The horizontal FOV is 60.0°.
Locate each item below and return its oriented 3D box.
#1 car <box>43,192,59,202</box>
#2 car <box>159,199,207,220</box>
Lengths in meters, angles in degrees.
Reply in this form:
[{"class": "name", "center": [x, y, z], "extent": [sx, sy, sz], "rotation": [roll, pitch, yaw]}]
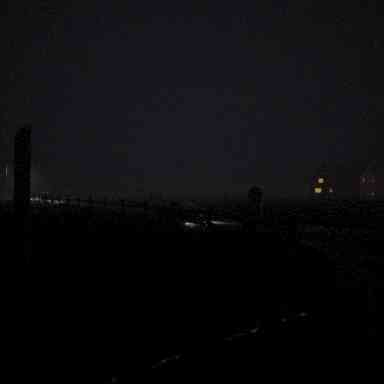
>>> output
[{"class": "car", "center": [-23.991, 0.793, 56.617], "extent": [2.128, 1.511, 4.902], "rotation": [1, 0, -36]}, {"class": "car", "center": [-0.753, 1.299, 24.993], "extent": [1.812, 1.442, 4.674], "rotation": [1, 0, -36]}]
